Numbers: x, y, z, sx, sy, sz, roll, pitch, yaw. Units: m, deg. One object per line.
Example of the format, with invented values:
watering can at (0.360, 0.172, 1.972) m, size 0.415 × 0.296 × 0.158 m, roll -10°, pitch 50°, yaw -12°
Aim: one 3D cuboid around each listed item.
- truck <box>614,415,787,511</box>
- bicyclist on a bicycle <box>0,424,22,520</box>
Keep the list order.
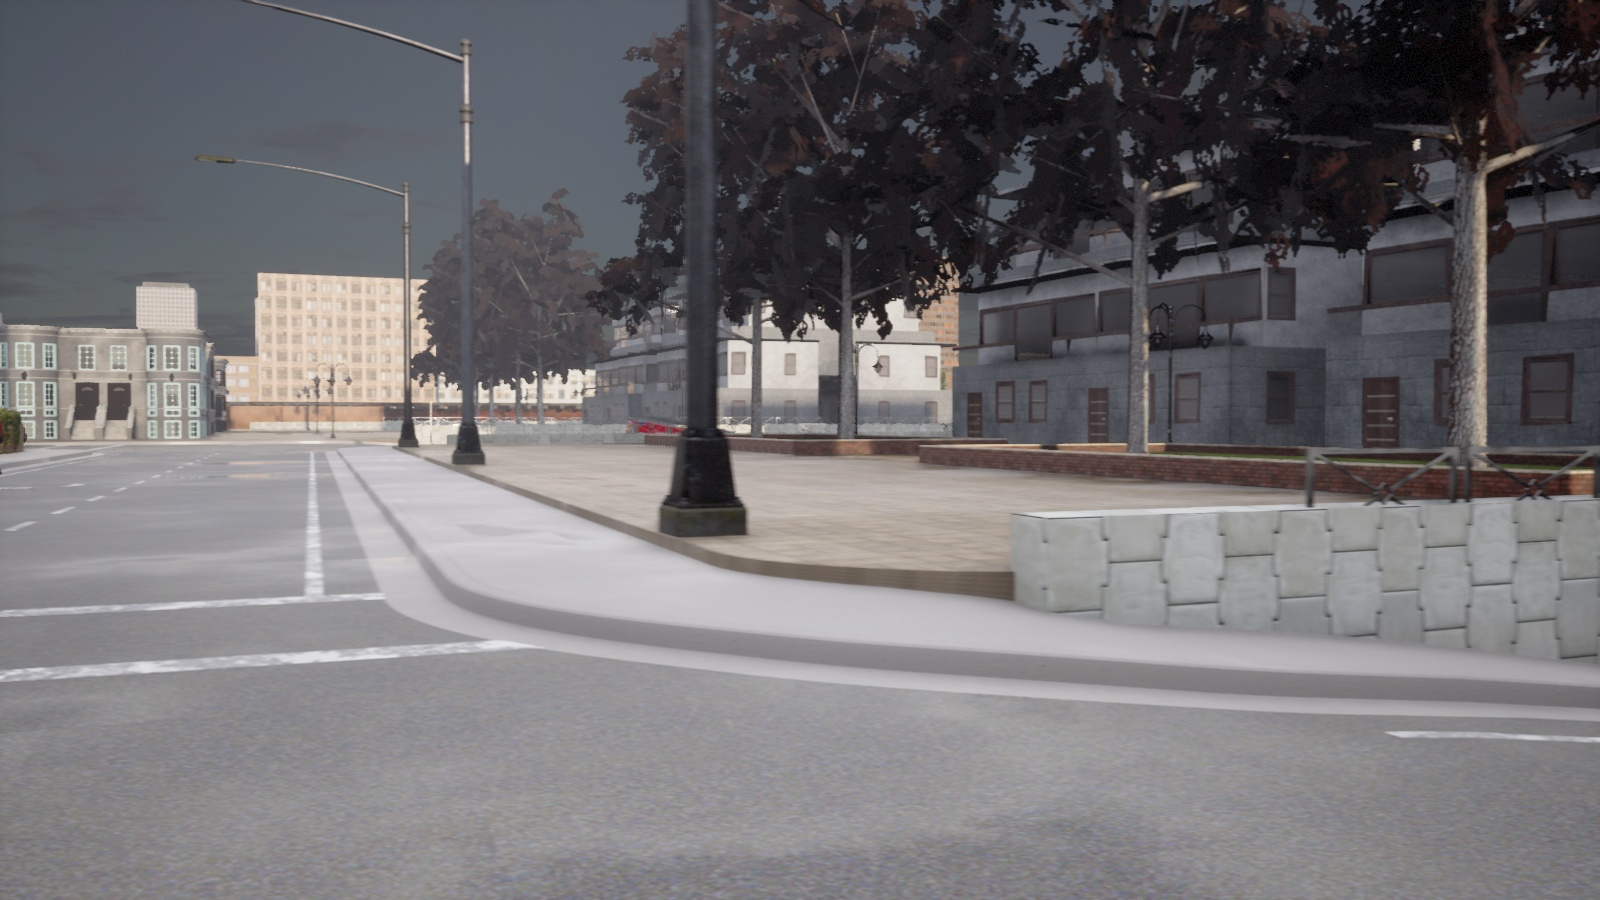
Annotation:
truck at (-5.435, 0.735, 68.845) m, size 8.468 × 3.827 × 2.891 m, roll 10°, pitch -3°, yaw -22°
bicyclist on a bicycle at (-14.057, 0.358, 21.797) m, size 0.582 × 1.620 × 1.656 m, roll -2°, pitch 2°, yaw -21°
